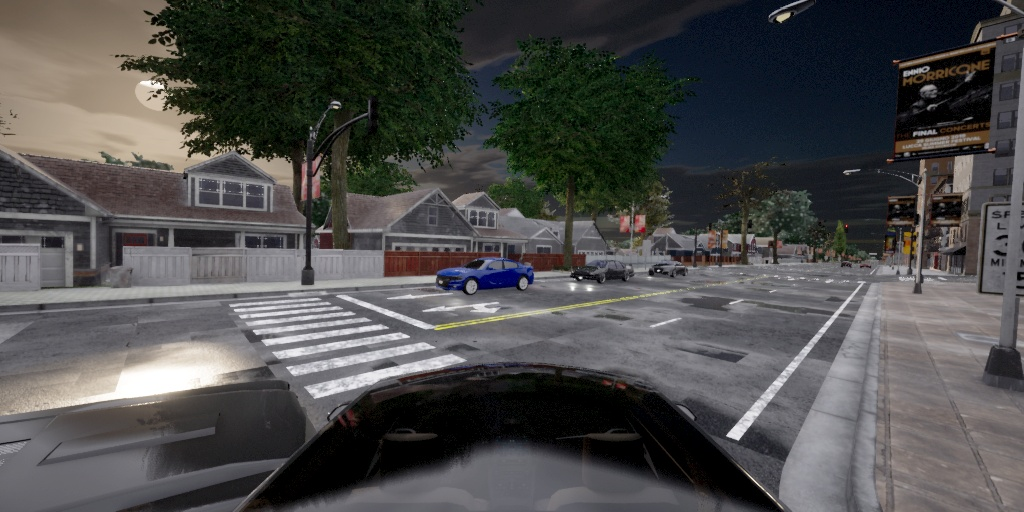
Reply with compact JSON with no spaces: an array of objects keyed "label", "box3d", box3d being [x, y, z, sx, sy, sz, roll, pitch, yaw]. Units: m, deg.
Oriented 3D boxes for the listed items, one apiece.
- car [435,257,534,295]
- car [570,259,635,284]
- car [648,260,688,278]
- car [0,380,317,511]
[{"label":"car","box3d":[-1.119,0.816,16.464,5.008,1.535,1.882,0,2,-44]},{"label":"car","box3d":[6.046,0.941,23.386,5.357,1.411,2.033,0,2,-44]},{"label":"car","box3d":[13.241,1.017,30.309,4.181,1.385,1.994,0,2,-44]},{"label":"car","box3d":[-3.309,1.290,1.278,4.718,1.301,1.895,1,2,-34]}]
